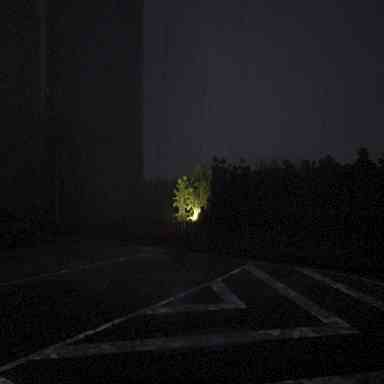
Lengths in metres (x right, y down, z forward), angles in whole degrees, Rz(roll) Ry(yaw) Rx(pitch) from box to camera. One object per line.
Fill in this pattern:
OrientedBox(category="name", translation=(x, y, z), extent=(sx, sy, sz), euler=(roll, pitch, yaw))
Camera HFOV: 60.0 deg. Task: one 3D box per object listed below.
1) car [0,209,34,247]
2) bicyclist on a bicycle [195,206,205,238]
OrientedBox(category="car", translation=(-8.487, 1.483, 13.030), extent=(1.851, 1.617, 3.988), euler=(0, 0, 35))
OrientedBox(category="bicyclist on a bicycle", translation=(0.574, 1.515, 16.027), extent=(0.582, 1.620, 1.656), euler=(-1, 4, -40))
